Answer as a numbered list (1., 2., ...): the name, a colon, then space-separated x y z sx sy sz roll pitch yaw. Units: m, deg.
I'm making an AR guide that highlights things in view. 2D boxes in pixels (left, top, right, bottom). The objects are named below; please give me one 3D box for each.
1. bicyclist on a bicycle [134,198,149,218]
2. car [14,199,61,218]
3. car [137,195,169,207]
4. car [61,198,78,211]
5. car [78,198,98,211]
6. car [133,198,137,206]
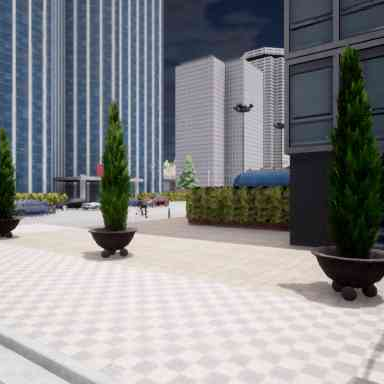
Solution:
1. bicyclist on a bicycle: -4.087 1.301 26.668 1.656 1.620 0.582 0 0 35
2. car: -14.688 1.564 30.331 1.994 1.385 4.181 0 0 35
3. car: -5.500 1.352 49.828 2.097 1.767 4.553 0 0 35
4. car: -15.226 1.477 42.099 1.882 1.535 5.008 0 0 35
5. car: -11.349 1.601 41.528 1.895 1.301 4.718 0 0 35
6. car: -9.297 1.547 50.524 2.033 1.411 5.357 0 0 35
